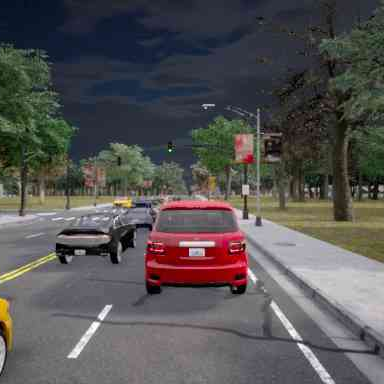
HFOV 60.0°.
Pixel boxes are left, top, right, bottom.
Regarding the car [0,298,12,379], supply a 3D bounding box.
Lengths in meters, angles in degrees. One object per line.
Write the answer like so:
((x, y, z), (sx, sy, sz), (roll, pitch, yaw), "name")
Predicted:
((-3.153, 1.478, 2.118), (1.882, 1.535, 5.008), (0, 0, 0), "car")

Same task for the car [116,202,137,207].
((-3.184, 1.570, 20.839), (1.994, 1.385, 4.181), (0, 0, 0), "car")

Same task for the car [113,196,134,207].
((-9.912, 1.501, 47.443), (1.882, 1.535, 5.008), (0, 0, 0), "car")

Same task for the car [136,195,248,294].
((0.087, 1.223, 8.917), (2.150, 2.045, 5.566), (0, 0, 0), "car")

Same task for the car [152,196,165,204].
((-6.639, 1.591, 65.738), (2.033, 1.411, 5.357), (0, 0, 0), "car")

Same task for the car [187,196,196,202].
((-0.121, 1.598, 76.333), (2.033, 1.411, 5.357), (0, 0, 0), "car")

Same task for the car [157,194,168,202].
((-6.621, 1.400, 75.971), (2.097, 1.767, 4.553), (0, 0, 0), "car")

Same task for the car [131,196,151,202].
((-6.671, 1.623, 46.001), (1.895, 1.301, 4.718), (0, 0, 0), "car")

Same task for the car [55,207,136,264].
((-3.167, 1.494, 11.828), (2.128, 1.511, 4.902), (0, 0, 0), "car")

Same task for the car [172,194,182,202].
((-3.372, 1.414, 76.715), (2.097, 1.767, 4.553), (0, 0, 0), "car")

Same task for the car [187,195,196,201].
((-0.138, 1.480, 86.749), (2.128, 1.511, 4.902), (0, 0, 0), "car")

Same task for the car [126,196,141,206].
((-9.922, 1.537, 56.742), (1.837, 1.490, 4.892), (0, 0, 0), "car")

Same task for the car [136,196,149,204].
((-9.878, 1.550, 66.741), (1.837, 1.490, 4.892), (0, 0, 0), "car")

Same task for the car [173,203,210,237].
((-0.029, 1.483, 19.252), (1.882, 1.535, 5.008), (0, 0, 0), "car")

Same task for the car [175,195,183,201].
((-3.388, 1.550, 86.774), (1.895, 1.301, 4.718), (0, 0, 0), "car")
